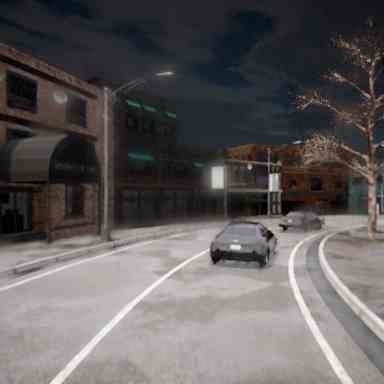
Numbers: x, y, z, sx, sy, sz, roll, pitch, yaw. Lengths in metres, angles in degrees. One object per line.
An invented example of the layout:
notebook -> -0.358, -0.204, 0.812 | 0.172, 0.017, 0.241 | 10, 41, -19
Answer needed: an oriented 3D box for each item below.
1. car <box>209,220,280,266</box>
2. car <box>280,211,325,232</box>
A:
car -> 2.081, 1.809, 12.726 | 1.994, 1.385, 4.181 | 0, -1, 19
car -> 8.150, 2.092, 24.535 | 2.033, 1.411, 5.357 | 0, -1, 37
